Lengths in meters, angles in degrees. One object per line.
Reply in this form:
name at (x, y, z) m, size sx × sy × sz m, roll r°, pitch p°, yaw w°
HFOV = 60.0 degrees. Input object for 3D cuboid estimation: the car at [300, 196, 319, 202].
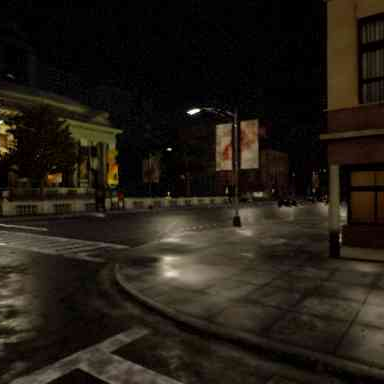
car at (28.937, 1.693, 81.765) m, size 4.674 × 1.452 × 2.002 m, roll 0°, pitch 0°, yaw -35°

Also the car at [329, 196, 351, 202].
car at (36.862, 1.669, 82.803) m, size 5.357 × 1.411 × 2.033 m, roll 0°, pitch 0°, yaw -27°

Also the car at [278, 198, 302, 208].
car at (14.651, 1.633, 50.786) m, size 1.837 × 1.490 × 4.892 m, roll -1°, pitch 0°, yaw 36°

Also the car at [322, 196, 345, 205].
car at (25.120, 1.664, 59.176) m, size 1.994 × 1.385 × 4.181 m, roll -1°, pitch 0°, yaw 37°

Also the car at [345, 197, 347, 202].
car at (37.953, 1.632, 79.447) m, size 4.674 × 1.442 × 1.812 m, roll 0°, pitch 0°, yaw -27°

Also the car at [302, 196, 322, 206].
car at (20.980, 1.619, 59.530) m, size 2.128 × 1.511 × 4.902 m, roll -1°, pitch 0°, yaw 37°
